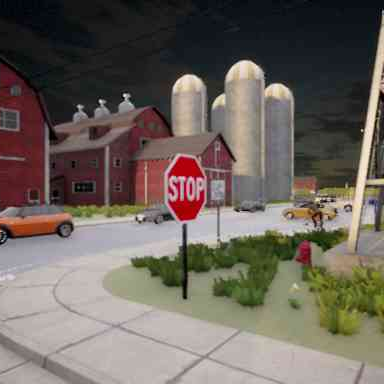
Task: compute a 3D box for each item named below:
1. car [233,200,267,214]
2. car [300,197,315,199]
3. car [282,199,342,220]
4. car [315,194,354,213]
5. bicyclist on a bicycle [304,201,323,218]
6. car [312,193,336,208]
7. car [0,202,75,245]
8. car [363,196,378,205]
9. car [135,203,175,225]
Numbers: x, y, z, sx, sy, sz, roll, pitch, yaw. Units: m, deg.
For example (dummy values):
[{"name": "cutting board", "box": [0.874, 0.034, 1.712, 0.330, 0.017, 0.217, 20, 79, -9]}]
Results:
[{"name": "car", "box": [6.550, 1.589, 36.916, 2.033, 1.411, 5.357, 0, 0, 35]}, {"name": "car", "box": [14.093, 1.525, 41.469, 2.128, 1.511, 4.902, 0, 0, 35]}, {"name": "car", "box": [9.366, 1.526, 26.610, 4.193, 1.474, 1.816, 0, 0, 35]}, {"name": "car", "box": [16.600, 1.337, 38.002, 3.866, 1.878, 1.905, 0, 0, 35]}, {"name": "bicyclist on a bicycle", "box": [6.483, 1.314, 17.752, 0.582, 1.620, 1.656, 0, 0, -21]}, {"name": "car", "box": [19.930, 1.256, 50.044, 2.150, 2.045, 5.566, 0, 0, 35]}, {"name": "car", "box": [-8.109, 1.391, 15.974, 2.097, 1.767, 4.553, 0, 0, 39]}, {"name": "car", "box": [30.427, 1.506, 57.871, 4.611, 1.667, 2.242, 0, 0, 35]}, {"name": "car", "box": [-2.086, 1.531, 24.367, 2.128, 1.511, 4.902, 0, 0, 35]}]
